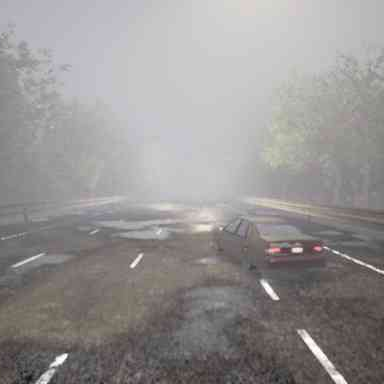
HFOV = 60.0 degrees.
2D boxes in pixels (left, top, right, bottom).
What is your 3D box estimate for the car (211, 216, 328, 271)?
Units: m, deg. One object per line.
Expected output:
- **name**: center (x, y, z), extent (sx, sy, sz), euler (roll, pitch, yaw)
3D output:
- **car**: center (2.135, 1.498, 10.811), extent (2.033, 1.411, 5.357), euler (0, 0, -12)
